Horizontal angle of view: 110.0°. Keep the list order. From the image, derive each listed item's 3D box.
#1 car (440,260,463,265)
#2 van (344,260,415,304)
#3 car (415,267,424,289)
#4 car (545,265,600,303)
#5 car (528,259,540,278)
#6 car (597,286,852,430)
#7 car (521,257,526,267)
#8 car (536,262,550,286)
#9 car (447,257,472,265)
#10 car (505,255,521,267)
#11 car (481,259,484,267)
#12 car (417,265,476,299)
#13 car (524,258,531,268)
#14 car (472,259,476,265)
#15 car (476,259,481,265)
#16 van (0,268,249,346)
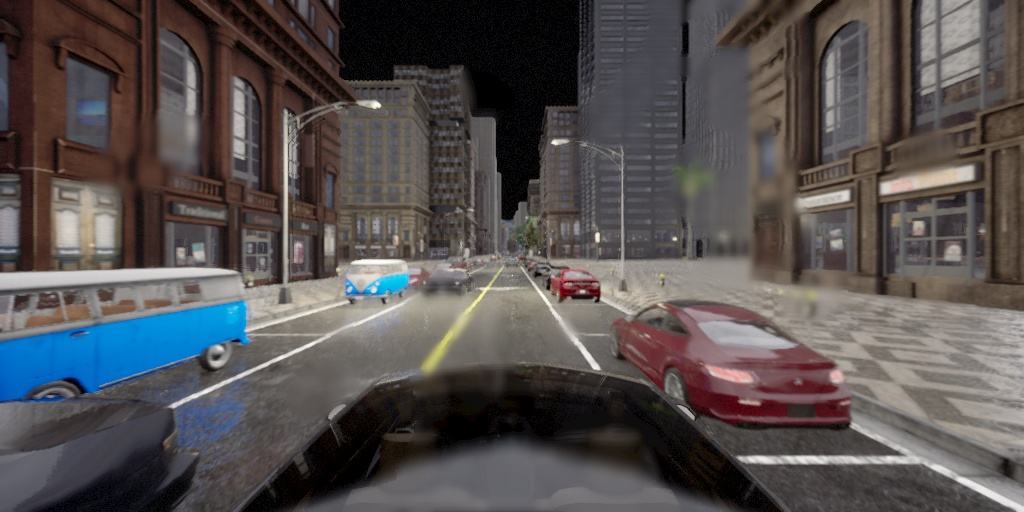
[{"bbox_3d":[-5.756,1.256,31.538,1.802,1.307,4.207,0,0,0],"label":"car"},{"bbox_3d":[-5.759,1.056,15.635,1.690,1.789,3.998,0,0,0],"label":"van"},{"bbox_3d":[-5.758,1.284,20.936,1.802,1.307,4.207,0,0,0],"label":"car"},{"bbox_3d":[2.766,1.258,16.297,1.888,1.381,4.507,0,0,0],"label":"car"},{"bbox_3d":[2.770,1.237,32.496,1.948,1.339,4.313,0,0,0],"label":"car"},{"bbox_3d":[2.764,1.322,5.498,1.802,1.307,4.207,0,0,0],"label":"car"},{"bbox_3d":[2.774,1.150,54.098,1.948,1.339,4.313,0,0,0],"label":"car"},{"bbox_3d":[2.767,1.265,21.696,1.948,1.339,4.313,0,0,0],"label":"car"},{"bbox_3d":[-5.755,0.973,36.839,2.192,1.841,5.009,0,0,0],"label":"car"},{"bbox_3d":[0.012,1.054,58.082,2.128,1.511,4.902,0,0,0],"label":"car"},{"bbox_3d":[-5.749,1.126,61.471,1.802,1.307,4.207,0,0,0],"label":"car"},{"bbox_3d":[-3.067,1.310,18.042,1.895,1.301,4.718,0,0,0],"label":"car"},{"bbox_3d":[2.772,1.216,43.296,1.802,1.307,4.207,0,0,0],"label":"car"},{"bbox_3d":[-5.753,1.078,42.141,1.967,1.591,4.097,0,0,0],"label":"car"},{"bbox_3d":[-7.479,0.965,55.552,4.403,1.370,2.007,0,0,-9],"label":"car"},{"bbox_3d":[-5.761,1.083,5.034,1.690,1.789,3.998,0,0,0],"label":"van"}]
